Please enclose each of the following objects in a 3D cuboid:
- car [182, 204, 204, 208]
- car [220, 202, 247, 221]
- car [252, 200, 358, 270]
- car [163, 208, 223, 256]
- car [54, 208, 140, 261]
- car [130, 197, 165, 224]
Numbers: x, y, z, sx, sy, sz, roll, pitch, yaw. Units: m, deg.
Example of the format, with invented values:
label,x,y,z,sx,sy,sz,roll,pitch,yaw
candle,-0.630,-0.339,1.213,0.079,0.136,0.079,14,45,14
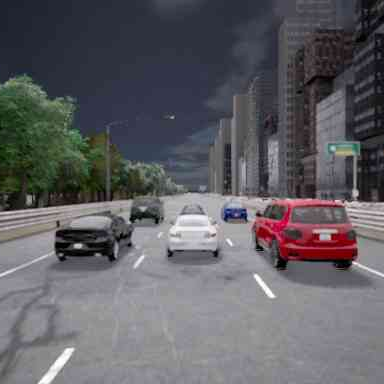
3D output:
label,x,y,z,sx,sy,sz,roll,pitch,yaw
car,0.044,1.721,27.836,1.994,1.385,4.181,0,0,0
car,3.548,1.639,28.739,1.882,1.535,5.008,0,0,0
car,3.533,1.283,11.429,2.150,2.045,5.566,0,0,1
car,0.049,1.596,13.263,1.812,1.442,4.674,0,0,0
car,-3.456,1.545,12.615,1.882,1.535,5.008,0,-1,0
car,-3.470,1.371,26.432,2.150,2.045,5.566,0,0,1
